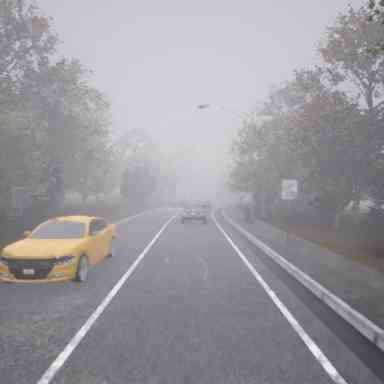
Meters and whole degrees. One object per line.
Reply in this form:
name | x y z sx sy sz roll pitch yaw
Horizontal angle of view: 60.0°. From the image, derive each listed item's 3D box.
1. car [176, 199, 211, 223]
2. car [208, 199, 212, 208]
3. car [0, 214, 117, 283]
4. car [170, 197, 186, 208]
car | 0.163 1.516 25.132 2.033 1.411 5.357 0 0 1
car | 1.560 1.569 43.716 1.895 1.301 4.718 1 0 8
car | -3.583 1.466 9.807 1.882 1.535 5.008 0 0 0
car | -1.750 1.429 46.277 1.837 1.490 4.892 1 0 10
